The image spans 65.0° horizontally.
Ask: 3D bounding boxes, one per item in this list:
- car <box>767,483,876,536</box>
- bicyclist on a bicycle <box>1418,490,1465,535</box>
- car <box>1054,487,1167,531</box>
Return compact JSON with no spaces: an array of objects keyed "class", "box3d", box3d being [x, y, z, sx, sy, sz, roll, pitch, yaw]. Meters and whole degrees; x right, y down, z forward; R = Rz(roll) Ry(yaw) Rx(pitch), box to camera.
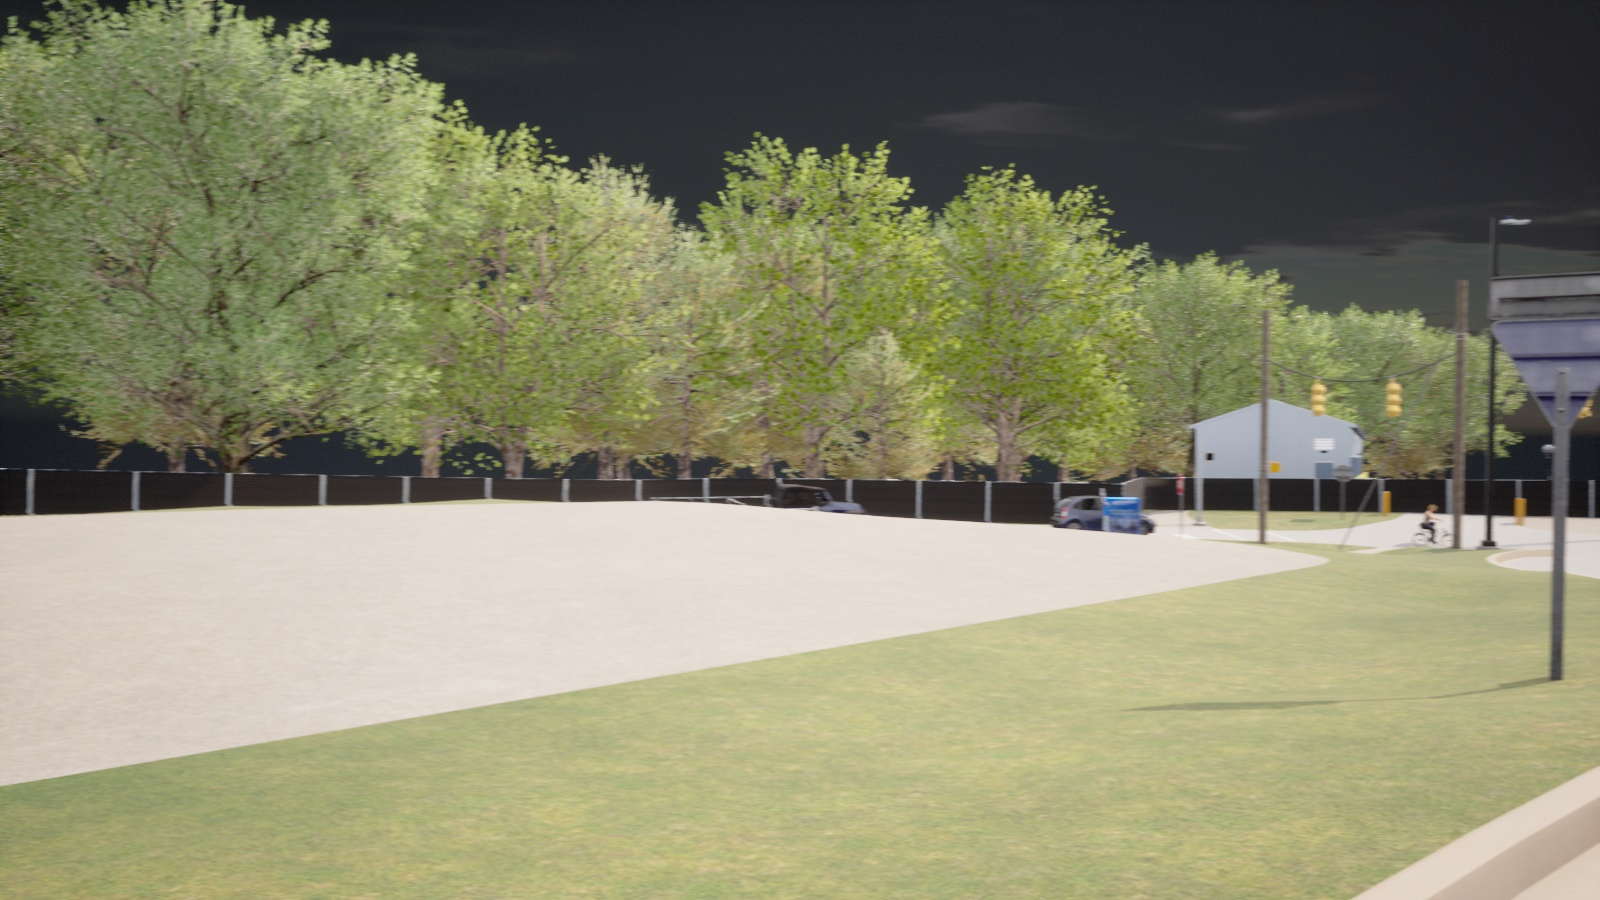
[{"class":"car","box3d":[0.811,2.271,48.499,3.866,1.878,1.905,0,1,-14]},{"class":"bicyclist on a bicycle","box3d":[24.017,2.340,47.027,1.509,1.612,0.866,-1,2,25]},{"class":"car","box3d":[12.306,2.340,49.964,3.988,1.617,1.851,0,1,-3]}]
